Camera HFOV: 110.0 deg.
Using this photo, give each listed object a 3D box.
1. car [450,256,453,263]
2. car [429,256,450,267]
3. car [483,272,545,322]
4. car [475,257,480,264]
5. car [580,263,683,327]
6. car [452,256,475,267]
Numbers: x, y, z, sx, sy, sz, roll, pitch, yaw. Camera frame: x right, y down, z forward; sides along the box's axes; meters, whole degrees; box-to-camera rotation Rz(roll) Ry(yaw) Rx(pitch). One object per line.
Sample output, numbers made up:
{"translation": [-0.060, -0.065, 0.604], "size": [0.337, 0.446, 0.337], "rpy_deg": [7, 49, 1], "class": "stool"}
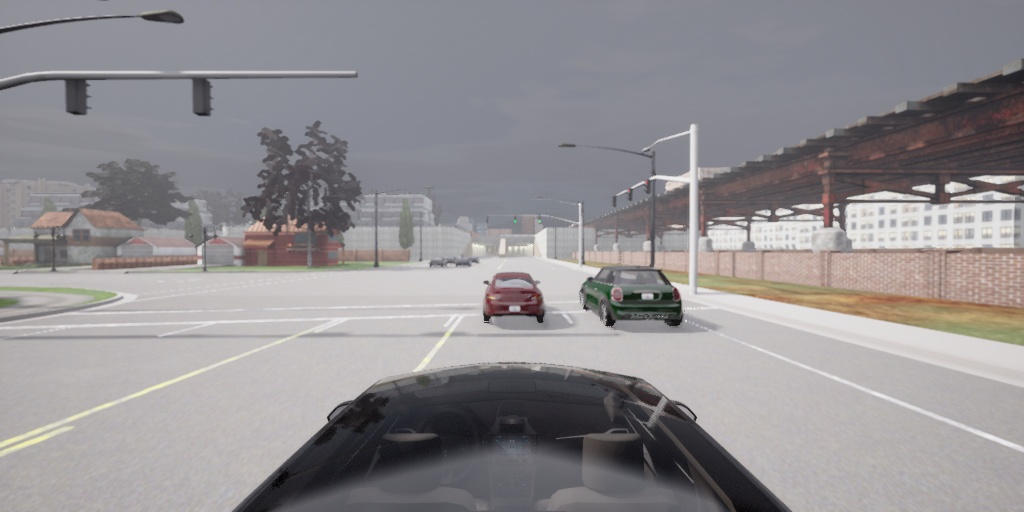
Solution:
{"translation": [-10.492, 0.723, 62.045], "size": [2.033, 1.411, 5.357], "rpy_deg": [0, 1, 1], "class": "car"}
{"translation": [-10.514, 0.834, 51.340], "size": [1.812, 1.442, 4.674], "rpy_deg": [0, 1, 0], "class": "car"}
{"translation": [0.004, 1.249, 12.026], "size": [1.812, 1.442, 4.674], "rpy_deg": [0, 0, -2], "class": "car"}
{"translation": [-6.982, 0.741, 64.826], "size": [1.895, 1.301, 4.718], "rpy_deg": [0, 1, 0], "class": "car"}
{"translation": [3.597, 1.078, 11.629], "size": [2.097, 1.767, 4.553], "rpy_deg": [0, 0, 0], "class": "car"}
{"translation": [-7.012, 0.857, 52.419], "size": [1.994, 1.385, 4.181], "rpy_deg": [0, 1, 1], "class": "car"}
